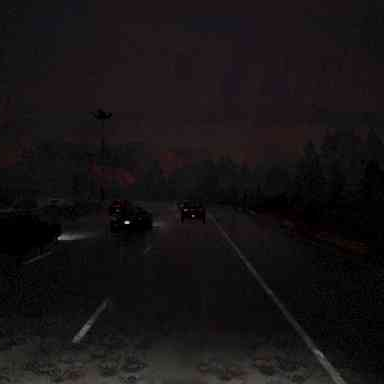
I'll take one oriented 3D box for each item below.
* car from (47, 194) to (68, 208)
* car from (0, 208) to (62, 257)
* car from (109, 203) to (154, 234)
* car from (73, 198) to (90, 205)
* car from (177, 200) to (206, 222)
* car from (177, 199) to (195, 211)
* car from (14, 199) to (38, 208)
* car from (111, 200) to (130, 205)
[{"bbox_3d":[-19.833,1.317,49.159,2.150,2.045,5.566,0,0,-12],"label":"car"},{"bbox_3d":[-6.901,1.551,12.895,2.033,1.411,5.357,0,0,0],"label":"car"},{"bbox_3d":[-3.402,1.574,19.437,1.994,1.385,4.181,0,0,0],"label":"car"},{"bbox_3d":[-16.332,1.655,49.356,1.994,1.385,4.181,0,0,-12],"label":"car"},{"bbox_3d":[0.095,1.513,26.251,2.128,1.511,4.902,0,0,0],"label":"car"},{"bbox_3d":[-0.886,1.658,42.950,1.895,1.301,4.718,0,0,-7],"label":"car"},{"bbox_3d":[-22.651,1.630,45.623,2.033,1.411,5.357,0,0,-10],"label":"car"},{"bbox_3d":[-7.093,1.527,33.525,2.128,1.511,4.902,0,0,-3],"label":"car"}]
